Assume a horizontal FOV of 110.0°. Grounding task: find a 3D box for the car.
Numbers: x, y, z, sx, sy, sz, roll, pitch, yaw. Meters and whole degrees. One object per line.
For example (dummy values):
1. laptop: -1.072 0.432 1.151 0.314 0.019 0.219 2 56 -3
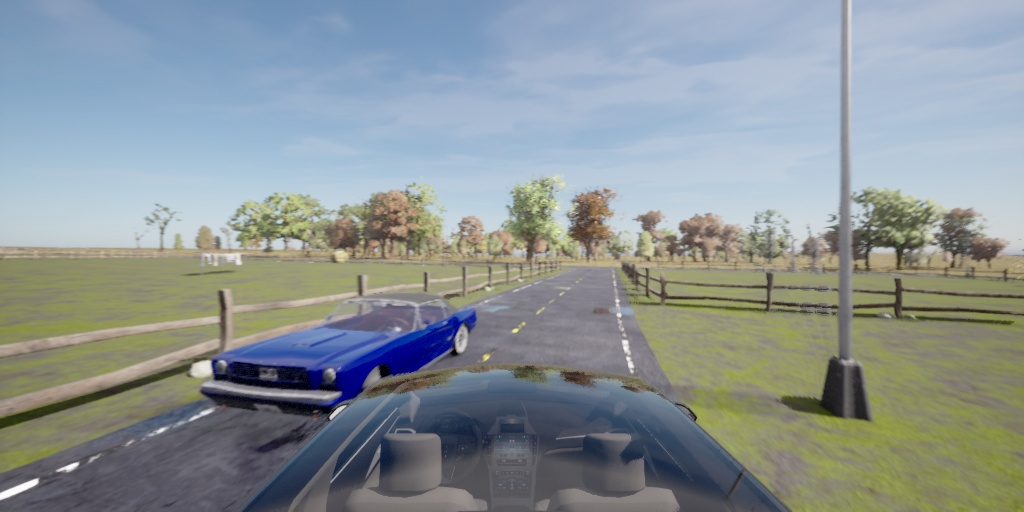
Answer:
1. car: -2.166 1.350 6.045 1.895 1.301 4.718 0 0 13
